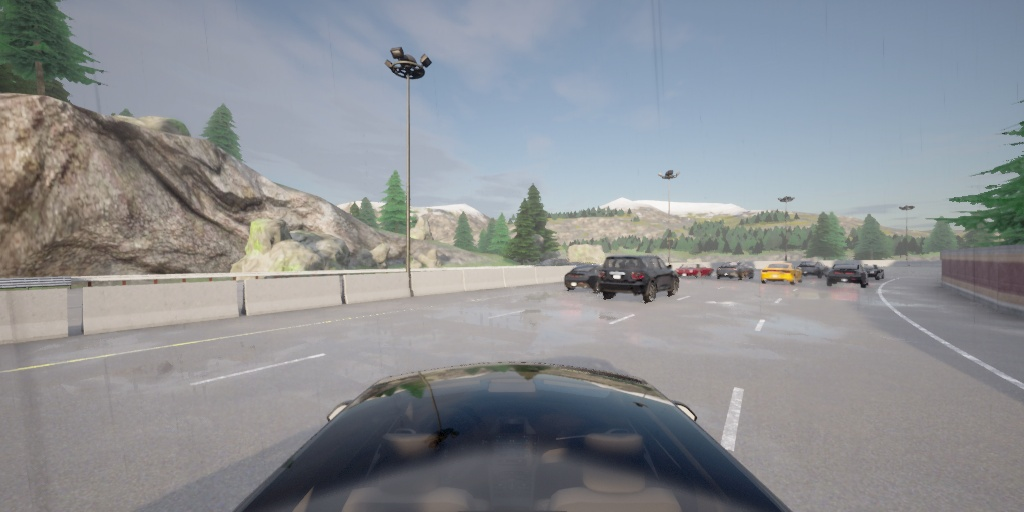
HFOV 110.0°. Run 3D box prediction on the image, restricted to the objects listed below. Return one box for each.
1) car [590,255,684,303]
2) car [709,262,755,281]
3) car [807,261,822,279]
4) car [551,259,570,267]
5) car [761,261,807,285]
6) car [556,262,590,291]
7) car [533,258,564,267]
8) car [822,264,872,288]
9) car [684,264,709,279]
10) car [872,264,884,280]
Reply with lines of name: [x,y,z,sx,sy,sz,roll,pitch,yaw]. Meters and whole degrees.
car: [6.151,0.972,17.131,2.150,2.045,5.566,0,0,40]
car: [18.818,1.241,30.149,4.902,1.511,2.128,0,0,-43]
car: [27.777,1.241,33.140,4.902,1.511,2.128,0,0,-39]
car: [6.528,1.314,38.094,4.181,1.385,1.994,0,0,-43]
car: [19.817,1.228,26.289,5.008,1.535,1.882,0,0,-44]
car: [4.878,1.254,20.926,1.837,1.490,4.892,0,0,41]
car: [4.595,1.102,41.067,4.553,1.767,2.097,0,0,-43]
car: [22.505,1.255,24.015,4.892,1.490,1.837,0,0,-43]
car: [16.820,1.351,33.076,4.718,1.301,1.895,0,0,-42]
car: [30.460,1.351,30.829,4.718,1.301,1.895,0,0,-39]
